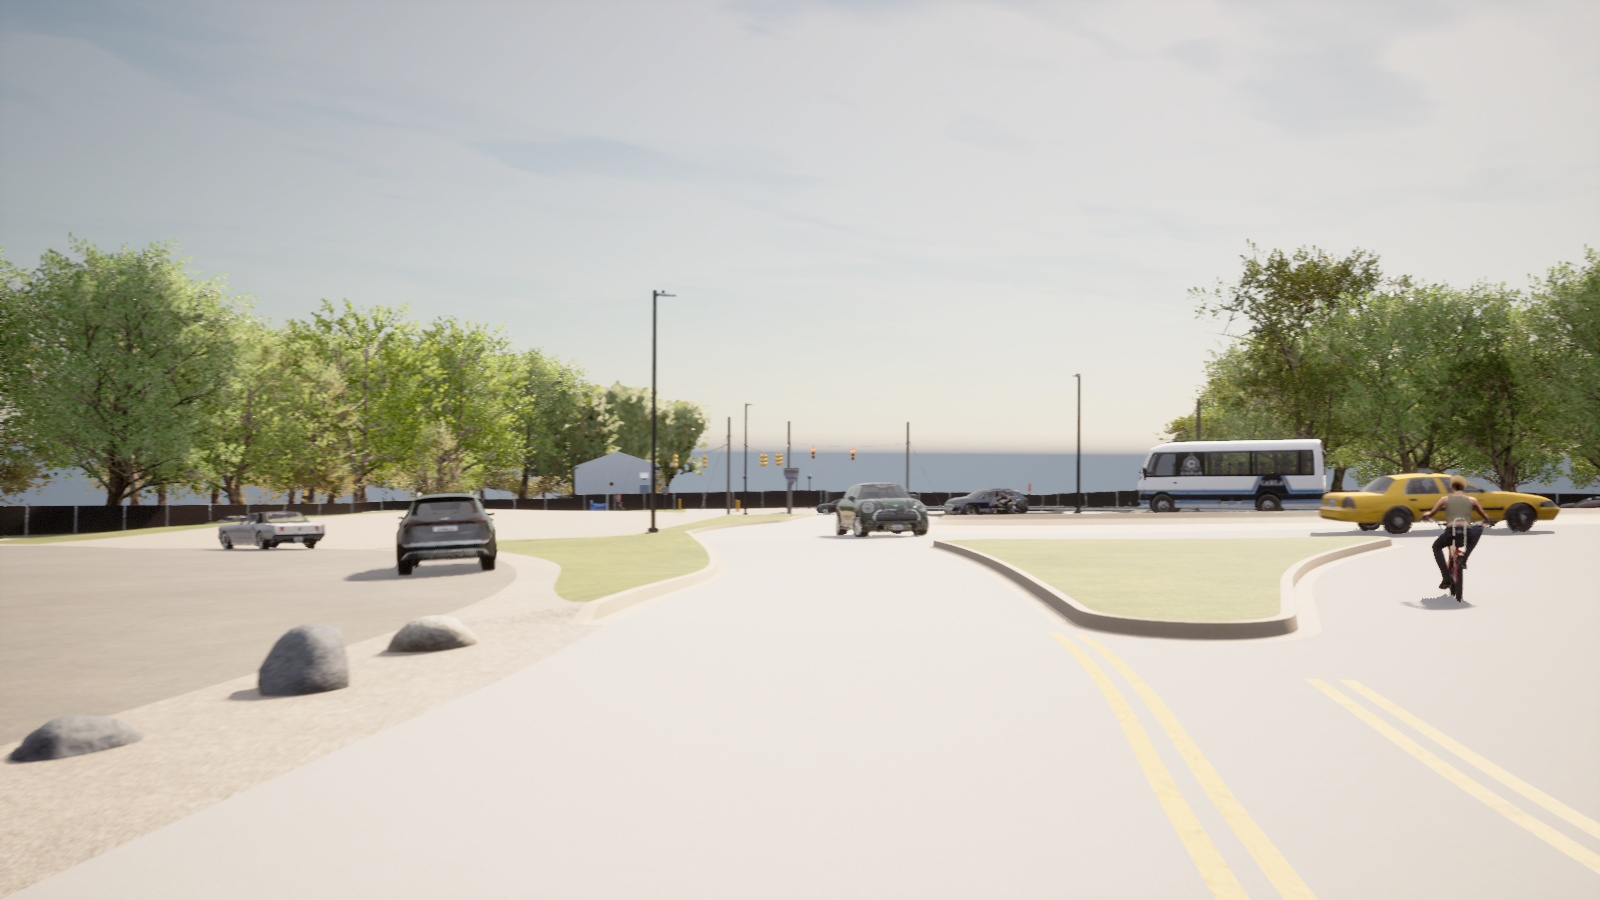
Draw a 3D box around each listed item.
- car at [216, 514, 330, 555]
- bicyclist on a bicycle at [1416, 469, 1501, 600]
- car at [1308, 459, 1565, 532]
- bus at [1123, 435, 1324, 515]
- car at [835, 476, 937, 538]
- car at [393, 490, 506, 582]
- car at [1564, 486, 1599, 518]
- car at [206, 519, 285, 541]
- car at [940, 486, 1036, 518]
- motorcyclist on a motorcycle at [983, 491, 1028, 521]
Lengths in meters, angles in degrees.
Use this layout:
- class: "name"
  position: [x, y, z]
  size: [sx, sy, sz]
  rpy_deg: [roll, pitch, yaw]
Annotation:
- class: "car"
  position: [-18.315, 2.939, 43.561]
  size: [4.718, 1.301, 1.895]
  rpy_deg: [-4, -4, 43]
- class: "bicyclist on a bicycle"
  position: [8.614, 1.073, 16.476]
  size: [0.866, 1.612, 1.509]
  rpy_deg: [0, -1, 23]
- class: "car"
  position: [15.625, 1.093, 31.001]
  size: [5.366, 1.575, 1.801]
  rpy_deg: [-2, 0, 1]
- class: "bus"
  position: [23.928, 1.454, 71.072]
  size: [10.273, 4.253, 3.944]
  rpy_deg: [-2, -1, 25]
- class: "car"
  position: [2.577, 1.769, 39.042]
  size: [2.097, 1.767, 4.553]
  rpy_deg: [-1, -2, -10]
- class: "car"
  position: [-7.372, 1.744, 26.529]
  size: [2.033, 1.649, 4.856]
  rpy_deg: [-2, -2, -15]
- class: "car"
  position: [36.882, 2.308, 56.763]
  size: [1.994, 1.385, 4.181]
  rpy_deg: [-1, -4, -1]
- class: "car"
  position: [-38.003, 5.456, 86.147]
  size: [1.895, 1.301, 4.718]
  rpy_deg: [0, -1, 33]
- class: "car"
  position: [10.460, 2.865, 69.876]
  size: [4.856, 1.649, 2.033]
  rpy_deg: [0, 0, -21]
- class: "motorcyclist on a motorcycle"
  position: [10.604, 2.890, 64.729]
  size: [2.191, 1.530, 0.866]
  rpy_deg: [0, -3, -29]
